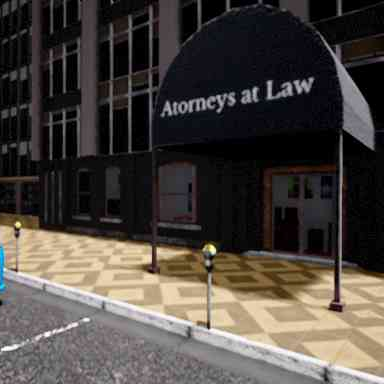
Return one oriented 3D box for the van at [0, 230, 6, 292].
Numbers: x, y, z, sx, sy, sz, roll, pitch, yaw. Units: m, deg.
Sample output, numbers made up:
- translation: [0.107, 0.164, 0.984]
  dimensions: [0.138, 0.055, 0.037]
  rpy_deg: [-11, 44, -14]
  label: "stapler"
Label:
- translation: [-5.464, 1.275, 6.793]
  dimensions: [3.998, 1.788, 1.690]
  rpy_deg: [1, 0, 36]
  label: "van"
